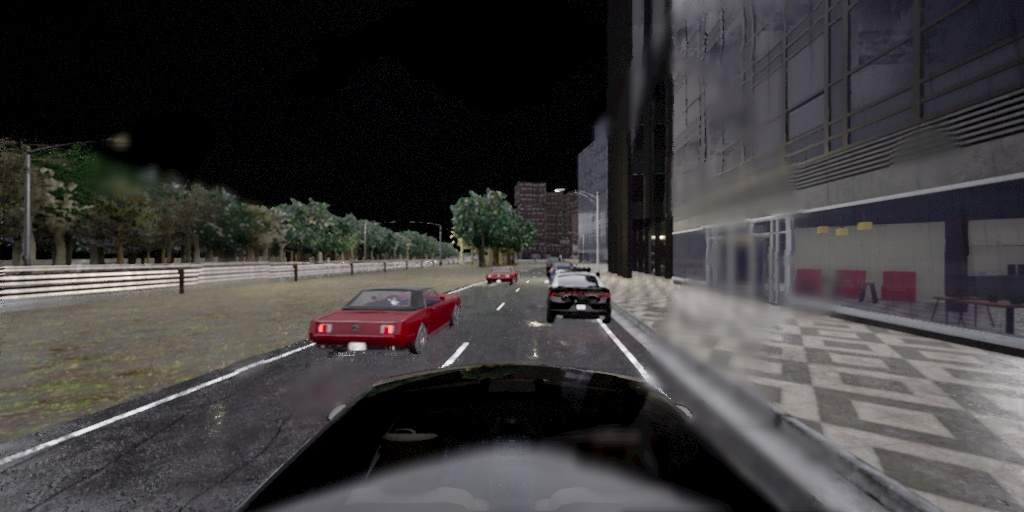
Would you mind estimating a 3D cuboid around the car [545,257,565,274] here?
[{"bbox_3d":[5.662,1.139,46.549,2.150,2.045,5.566,0,0,10],"label":"car"}]

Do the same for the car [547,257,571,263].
[{"bbox_3d":[3.945,1.191,27.953,2.097,1.767,4.553,0,0,8],"label":"car"}]

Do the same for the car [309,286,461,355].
[{"bbox_3d":[-2.635,1.378,8.806,1.895,1.301,4.718,0,0,5],"label":"car"}]

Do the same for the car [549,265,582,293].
[{"bbox_3d":[3.212,1.343,22.103,1.812,1.442,4.674,0,0,7],"label":"car"}]

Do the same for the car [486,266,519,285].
[{"bbox_3d":[-0.621,1.442,27.137,1.895,1.301,4.718,0,0,7],"label":"car"}]

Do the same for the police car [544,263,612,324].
[{"bbox_3d":[2.147,1.208,12.397,1.930,1.638,5.238,0,0,6],"label":"police car"}]
